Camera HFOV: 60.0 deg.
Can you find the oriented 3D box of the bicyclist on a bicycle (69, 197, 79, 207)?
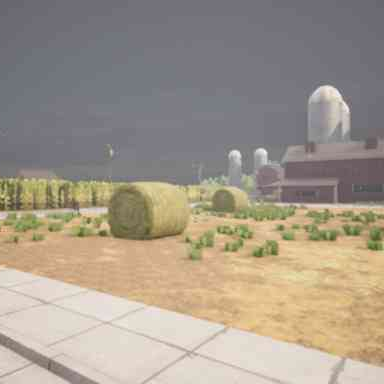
[{"bbox_3d":[-11.779,1.335,33.224,1.656,1.620,0.582,0,0,33],"label":"bicyclist on a bicycle"}]
